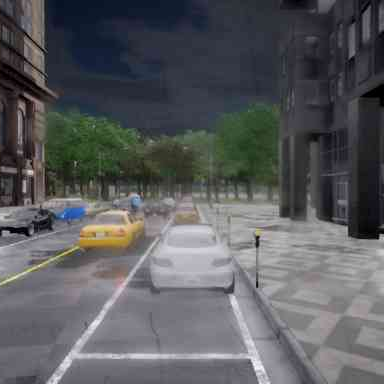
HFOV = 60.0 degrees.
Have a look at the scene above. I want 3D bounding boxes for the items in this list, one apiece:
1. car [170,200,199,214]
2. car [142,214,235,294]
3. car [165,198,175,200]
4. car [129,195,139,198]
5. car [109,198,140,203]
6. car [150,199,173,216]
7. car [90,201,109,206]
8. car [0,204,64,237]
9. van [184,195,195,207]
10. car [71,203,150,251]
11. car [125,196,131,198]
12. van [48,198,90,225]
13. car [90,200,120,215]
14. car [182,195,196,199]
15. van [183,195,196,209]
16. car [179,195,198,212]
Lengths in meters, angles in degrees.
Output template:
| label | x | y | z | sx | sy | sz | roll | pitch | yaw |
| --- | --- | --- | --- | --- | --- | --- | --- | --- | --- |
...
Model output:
| label | x | y | z | sx | sy | sz | roll | pitch | yaw |
| --- | --- | --- | --- | --- | --- | --- | --- | --- | --- |
| car | -0.384 | 1.528 | 23.743 | 1.752 | 1.417 | 4.829 | 0 | 0 | 0 |
| car | 0.003 | 1.526 | 8.650 | 1.812 | 1.442 | 4.674 | 0 | 0 | 0 |
| car | -3.055 | 1.538 | 45.484 | 1.812 | 1.442 | 4.674 | 0 | 0 | 1 |
| car | -8.910 | 1.452 | 45.324 | 1.967 | 1.590 | 4.097 | 0 | 0 | 0 |
| car | -6.240 | 1.569 | 31.131 | 1.994 | 1.385 | 4.181 | 0 | 0 | 0 |
| car | -3.055 | 1.605 | 29.861 | 1.895 | 1.301 | 4.718 | 0 | 0 | 0 |
| car | -8.909 | 1.529 | 28.841 | 1.752 | 1.417 | 4.829 | 0 | 0 | 0 |
| car | -8.909 | 1.567 | 18.136 | 1.947 | 1.339 | 4.313 | 0 | 0 | 0 |
| van | -0.384 | 1.355 | 50.761 | 1.690 | 1.788 | 3.998 | 0 | 0 | 0 |
| car | -3.145 | 1.457 | 14.001 | 1.801 | 1.575 | 5.366 | 0 | 0 | 0 |
| car | -8.909 | 1.534 | 39.716 | 1.752 | 1.417 | 4.829 | 0 | 0 | 0 |
| van | -8.909 | 1.344 | 23.573 | 1.690 | 1.788 | 3.998 | 0 | 0 | 0 |
| car | -8.909 | 1.572 | 34.448 | 1.947 | 1.339 | 4.313 | 0 | 0 | 0 |
| car | -0.384 | 1.446 | 34.448 | 1.967 | 1.590 | 4.097 | 0 | 0 | 0 |
| van | -0.384 | 1.353 | 45.324 | 1.690 | 1.788 | 3.998 | 0 | 0 | 0 |
| car | -0.384 | 1.324 | 39.886 | 2.192 | 1.841 | 5.009 | 0 | 0 | 0 |
